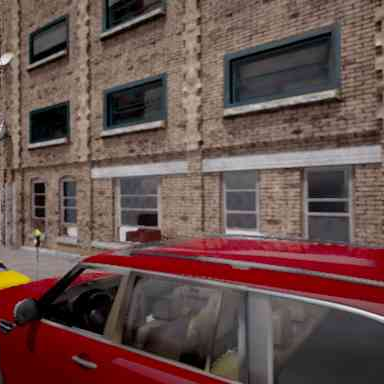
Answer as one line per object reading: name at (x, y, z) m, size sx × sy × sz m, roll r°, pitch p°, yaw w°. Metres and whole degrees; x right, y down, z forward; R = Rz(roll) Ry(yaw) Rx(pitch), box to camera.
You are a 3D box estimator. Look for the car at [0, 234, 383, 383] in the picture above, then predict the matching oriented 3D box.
car at (-0.085, 1.331, 2.938) m, size 5.009 × 1.841 × 2.192 m, roll -1°, pitch -1°, yaw 36°
